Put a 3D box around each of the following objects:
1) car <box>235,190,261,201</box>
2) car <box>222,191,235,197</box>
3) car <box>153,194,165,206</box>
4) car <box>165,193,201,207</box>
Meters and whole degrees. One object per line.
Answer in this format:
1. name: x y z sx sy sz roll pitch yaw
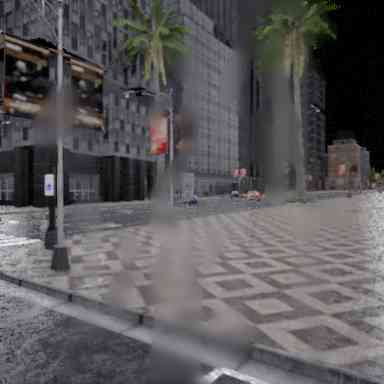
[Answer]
1. car: 9.281 0.518 53.331 2.097 1.767 4.553 0 1 35
2. car: 6.607 0.397 55.179 1.812 1.442 4.674 0 1 35
3. car: -2.857 0.917 41.906 2.128 1.511 4.902 0 1 35
4. car: -0.751 0.968 39.237 1.812 1.442 4.674 0 1 35
